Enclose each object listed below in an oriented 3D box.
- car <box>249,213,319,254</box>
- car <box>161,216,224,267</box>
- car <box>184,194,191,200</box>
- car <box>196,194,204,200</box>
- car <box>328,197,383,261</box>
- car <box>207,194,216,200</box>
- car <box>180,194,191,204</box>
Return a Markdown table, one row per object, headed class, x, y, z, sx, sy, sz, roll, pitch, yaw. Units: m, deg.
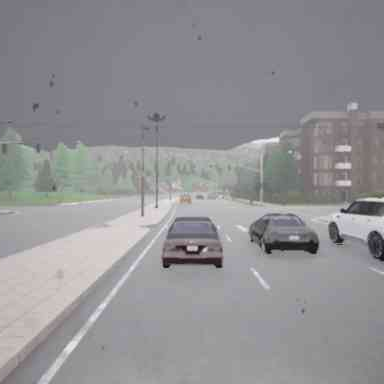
| class | x | y | z | sx | sy | sz | roll | pitch | yaw |
| --- | --- | --- | --- | --- | --- | --- | --- | --- | --- |
| car | 3.549 | 1.543 | 13.485 | 1.994 | 1.385 | 4.181 | 0 | 0 | 0 |
| car | 0.028 | 1.529 | 11.288 | 2.033 | 1.411 | 5.357 | 0 | 0 | 0 |
| car | -1.253 | 1.373 | 92.980 | 1.812 | 1.442 | 4.674 | 0 | 0 | 0 |
| car | 2.247 | 1.327 | 93.007 | 1.882 | 1.535 | 5.008 | 0 | 0 | 0 |
| car | 7.037 | 1.203 | 12.313 | 2.150 | 2.045 | 5.566 | 0 | 0 | 0 |
| car | 5.747 | 1.390 | 93.004 | 2.033 | 1.411 | 5.357 | 0 | 0 | 0 |
| car | -1.185 | 1.252 | 62.155 | 2.097 | 1.767 | 4.553 | 0 | 0 | -1 |
